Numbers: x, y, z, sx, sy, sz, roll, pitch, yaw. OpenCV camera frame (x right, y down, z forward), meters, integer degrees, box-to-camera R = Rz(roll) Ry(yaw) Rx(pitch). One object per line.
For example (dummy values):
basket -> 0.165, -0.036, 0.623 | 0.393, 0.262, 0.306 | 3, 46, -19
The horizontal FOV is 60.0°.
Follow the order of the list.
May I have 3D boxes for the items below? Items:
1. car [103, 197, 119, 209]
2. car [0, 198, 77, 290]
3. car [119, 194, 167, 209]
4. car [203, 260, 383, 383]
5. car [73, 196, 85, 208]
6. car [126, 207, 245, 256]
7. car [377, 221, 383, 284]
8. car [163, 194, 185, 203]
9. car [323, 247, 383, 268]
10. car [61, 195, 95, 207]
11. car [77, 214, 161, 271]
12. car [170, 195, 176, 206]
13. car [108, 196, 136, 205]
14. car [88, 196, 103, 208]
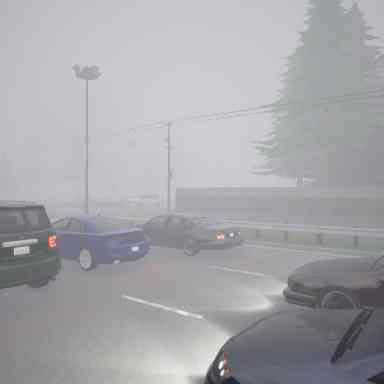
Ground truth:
car -> -9.137, 1.603, 44.894 | 1.895, 1.301, 4.718 | 0, 0, 37
car -> -5.424, 1.222, 8.019 | 5.566, 2.045, 2.150 | 0, 0, 37
car -> -6.203, 1.223, 42.970 | 2.150, 2.045, 5.566 | 0, 0, 37
car -> 2.119, 1.564, 2.431 | 4.181, 1.385, 1.994 | 0, 0, 37
car -> -14.896, 1.528, 48.878 | 1.812, 1.442, 4.674 | 0, 0, 37
car -> -0.614, 1.548, 13.164 | 5.357, 1.411, 2.033 | 0, 0, 37
car -> 6.978, 1.526, 7.544 | 4.674, 1.442, 1.812 | 0, 0, 37
car -> -3.644, 1.354, 69.433 | 2.097, 1.767, 4.553 | 0, 0, 37
car -> 4.267, 1.547, 5.199 | 5.357, 1.411, 2.033 | 0, 0, 37
car -> -17.499, 1.354, 51.240 | 2.097, 1.767, 4.553 | 0, 0, 37
car -> -3.609, 1.478, 11.035 | 5.008, 1.535, 1.882 | 0, 0, 37
car -> -1.448, 1.603, 55.063 | 1.895, 1.301, 4.718 | 0, 0, 37
car -> -12.187, 1.528, 58.262 | 1.812, 1.442, 4.674 | 0, 0, 37
car -> -12.125, 1.603, 46.744 | 1.895, 1.301, 4.718 | 0, 0, 37
